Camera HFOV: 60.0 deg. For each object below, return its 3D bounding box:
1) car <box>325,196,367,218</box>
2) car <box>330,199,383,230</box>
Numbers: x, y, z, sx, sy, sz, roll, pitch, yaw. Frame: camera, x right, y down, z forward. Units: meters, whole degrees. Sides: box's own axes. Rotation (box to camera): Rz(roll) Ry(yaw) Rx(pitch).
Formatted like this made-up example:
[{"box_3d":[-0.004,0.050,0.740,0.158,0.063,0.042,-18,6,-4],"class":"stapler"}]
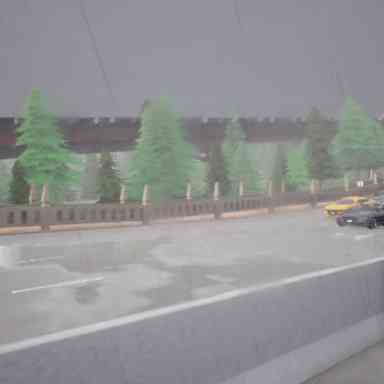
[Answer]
[{"box_3d":[12.243,1.147,25.584,5.008,1.535,1.882,-3,2,-35],"class":"car"},{"box_3d":[10.601,1.412,20.077,4.181,1.385,1.994,-2,1,-35],"class":"car"}]
